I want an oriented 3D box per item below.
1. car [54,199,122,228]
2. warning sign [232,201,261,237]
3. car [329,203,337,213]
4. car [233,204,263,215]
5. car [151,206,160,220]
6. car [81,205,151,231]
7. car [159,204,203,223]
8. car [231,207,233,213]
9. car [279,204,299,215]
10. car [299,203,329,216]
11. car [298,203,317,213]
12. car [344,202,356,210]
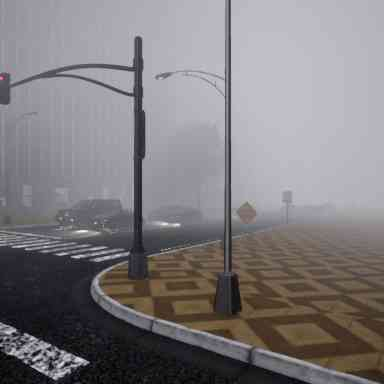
[{"bbox_3d":[-7.643,1.547,25.467,2.150,2.045,5.566,0,-1,33],"label":"car"},{"bbox_3d":[3.052,1.454,18.587,1.300,1.860,1.060,1,1,33],"label":"warning sign"},{"bbox_3d":[21.748,2.537,53.041,1.837,1.490,4.892,0,-1,33],"label":"car"},{"bbox_3d":[7.492,2.340,43.011,1.895,1.301,4.718,0,-1,33],"label":"car"},{"bbox_3d":[-2.466,2.000,33.534,1.837,1.490,4.892,0,-1,33],"label":"car"},{"bbox_3d":[-5.194,1.883,23.270,1.994,1.385,4.181,0,-1,33],"label":"car"},{"bbox_3d":[-0.662,2.033,30.336,1.994,1.385,4.181,0,-1,32],"label":"car"},{"bbox_3d":[7.171,2.415,48.491,1.895,1.301,4.718,0,-1,33],"label":"car"},{"bbox_3d":[13.493,2.373,46.108,1.812,1.442,4.674,0,-1,33],"label":"car"},{"bbox_3d":[16.457,2.406,44.704,2.033,1.411,5.357,0,-1,33],"label":"car"},{"bbox_3d":[19.012,2.593,54.795,1.994,1.385,4.181,0,-1,33],"label":"car"},{"bbox_3d":[31.403,2.770,65.984,1.801,1.575,5.366,0,-1,33],"label":"car"}]
